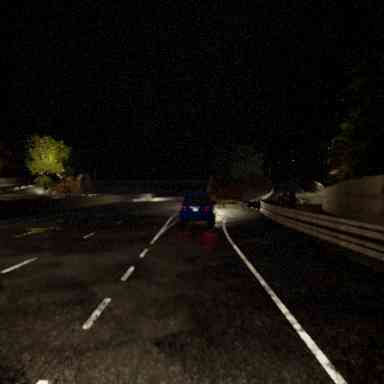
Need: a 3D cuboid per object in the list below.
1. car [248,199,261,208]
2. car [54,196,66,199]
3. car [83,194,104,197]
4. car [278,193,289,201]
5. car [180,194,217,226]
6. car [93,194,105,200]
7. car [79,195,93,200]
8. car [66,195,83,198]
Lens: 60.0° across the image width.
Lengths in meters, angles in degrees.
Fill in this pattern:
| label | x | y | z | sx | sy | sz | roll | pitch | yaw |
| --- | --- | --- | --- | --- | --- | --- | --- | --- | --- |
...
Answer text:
| label | x | y | z | sx | sy | sz | roll | pitch | yaw |
| --- | --- | --- | --- | --- | --- | --- | --- | --- | --- |
| car | 11.184 | 2.028 | 57.743 | 2.128 | 1.511 | 4.902 | 0 | -1 | 26 |
| car | -28.003 | 1.467 | 71.483 | 1.895 | 1.301 | 4.718 | 0 | 0 | 0 |
| car | -21.003 | 1.413 | 71.513 | 2.033 | 1.411 | 5.357 | 0 | 0 | 0 |
| car | 22.834 | 1.665 | 84.317 | 1.837 | 1.490 | 4.892 | 0 | 3 | 20 |
| car | 0.472 | 1.180 | 22.995 | 2.150 | 2.045 | 5.566 | 0 | 0 | 6 |
| car | -24.504 | 1.336 | 87.763 | 1.882 | 1.535 | 5.008 | 0 | 0 | 0 |
| car | -28.004 | 1.398 | 87.762 | 2.033 | 1.411 | 5.357 | 0 | 0 | 0 |
| car | -24.503 | 1.398 | 71.513 | 2.128 | 1.511 | 4.902 | 0 | 0 | 0 |
